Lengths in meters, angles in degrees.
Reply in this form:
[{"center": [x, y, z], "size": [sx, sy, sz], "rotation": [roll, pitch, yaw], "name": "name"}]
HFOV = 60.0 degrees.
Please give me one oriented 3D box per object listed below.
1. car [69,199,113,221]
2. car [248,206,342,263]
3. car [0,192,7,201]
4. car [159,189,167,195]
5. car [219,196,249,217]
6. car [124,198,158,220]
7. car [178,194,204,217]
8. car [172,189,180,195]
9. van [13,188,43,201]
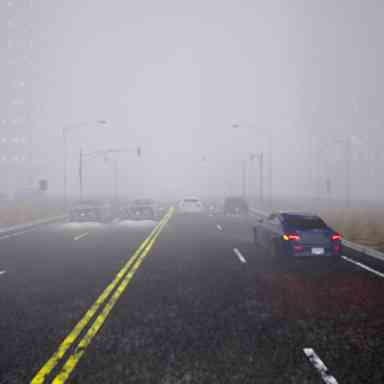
[{"center": [-6.746, 1.168, 22.497], "size": [1.994, 1.385, 4.181], "rotation": [0, 1, 0], "name": "car"}, {"center": [3.266, 1.329, 10.974], "size": [1.812, 1.442, 4.674], "rotation": [0, 1, 0], "name": "car"}, {"center": [-28.560, 0.554, 46.989], "size": [4.507, 1.381, 1.887], "rotation": [0, 1, 1], "name": "car"}, {"center": [-7.190, -0.057, 83.323], "size": [1.837, 1.490, 4.892], "rotation": [0, 1, -1], "name": "car"}, {"center": [3.149, 1.017, 25.705], "size": [1.882, 1.535, 5.008], "rotation": [0, 1, 0], "name": "car"}, {"center": [-3.498, 1.149, 23.461], "size": [1.994, 1.385, 4.181], "rotation": [0, 1, 0], "name": "car"}, {"center": [-0.098, 1.072, 25.404], "size": [1.812, 1.442, 4.674], "rotation": [0, 1, 0], "name": "car"}, {"center": [-3.943, -0.010, 83.479], "size": [1.994, 1.385, 4.181], "rotation": [0, 1, -1], "name": "car"}, {"center": [-23.021, 0.373, 46.983], "size": [3.998, 1.788, 1.690], "rotation": [0, 1, 1], "name": "van"}]
